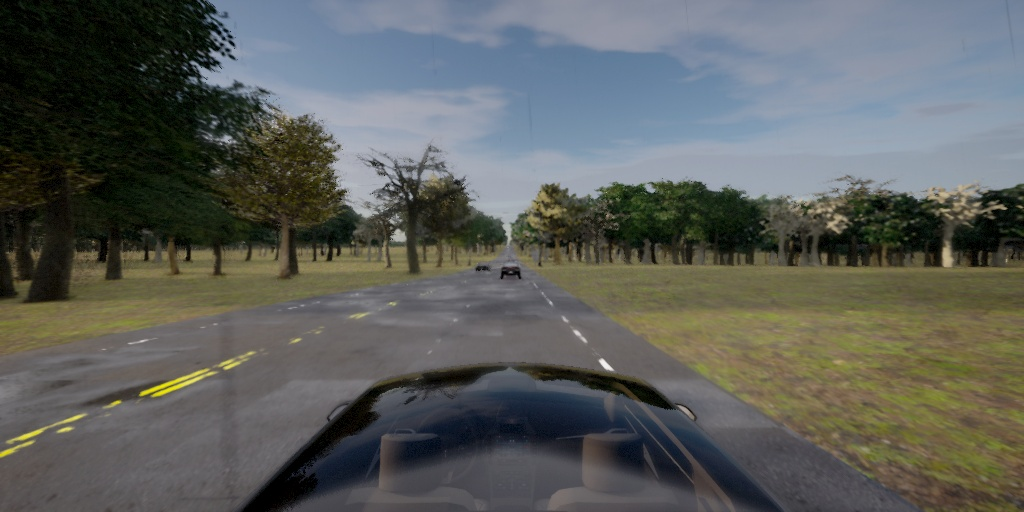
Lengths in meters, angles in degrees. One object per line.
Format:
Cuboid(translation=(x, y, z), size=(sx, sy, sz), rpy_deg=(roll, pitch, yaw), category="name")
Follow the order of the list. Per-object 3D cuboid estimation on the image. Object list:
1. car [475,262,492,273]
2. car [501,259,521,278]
Cuboid(translation=(-3.728, 1.437, 47.145), size=(1.895, 1.301, 4.718), rpy_deg=(0, 0, 2), category="car")
Cuboid(translation=(-0.123, 1.339, 35.690), size=(1.882, 1.535, 5.008), rpy_deg=(0, 0, 0), category="car")
